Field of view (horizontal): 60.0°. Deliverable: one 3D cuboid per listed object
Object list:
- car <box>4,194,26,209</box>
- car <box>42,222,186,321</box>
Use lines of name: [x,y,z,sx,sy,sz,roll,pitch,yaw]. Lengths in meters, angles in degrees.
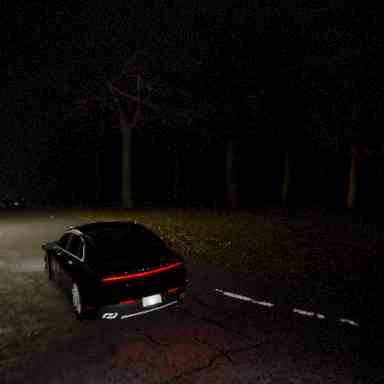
car: [-19.236,0.964,36.211,2.128,1.511,4.902,-2,2,-31]
car: [-1.924,1.415,7.216,1.837,1.490,4.892,-5,3,-32]
